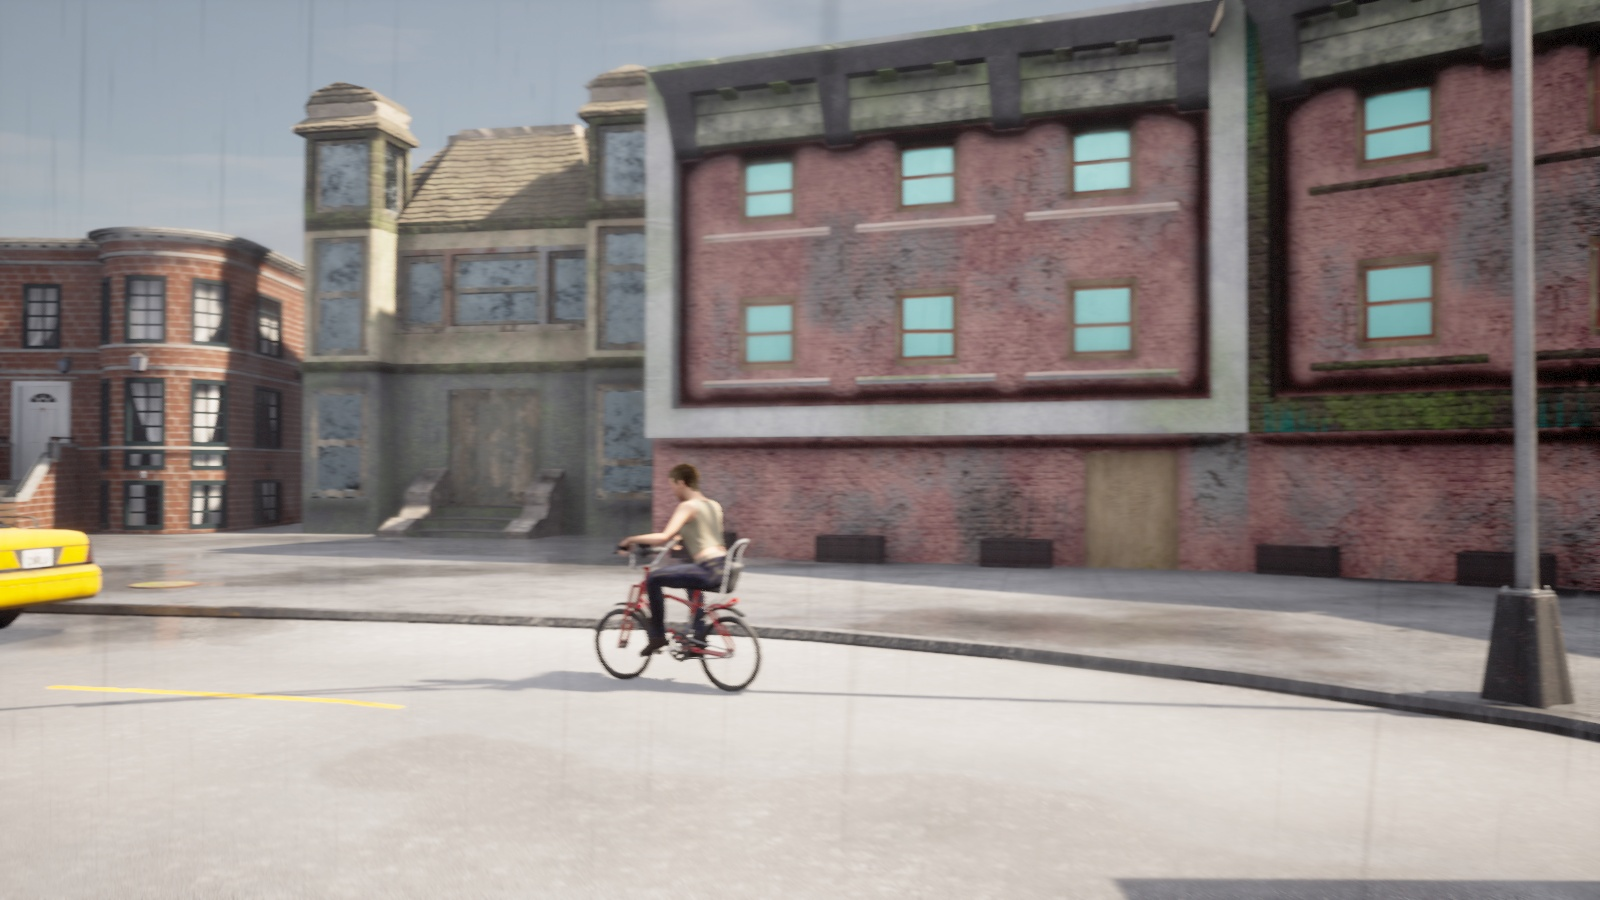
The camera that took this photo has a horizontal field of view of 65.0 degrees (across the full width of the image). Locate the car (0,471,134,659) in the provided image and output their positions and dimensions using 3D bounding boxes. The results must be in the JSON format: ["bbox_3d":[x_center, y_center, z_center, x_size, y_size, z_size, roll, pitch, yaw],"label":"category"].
[{"bbox_3d":[-9.239,1.006,11.735,5.366,1.575,1.801,-1,-1,11],"label":"car"}]

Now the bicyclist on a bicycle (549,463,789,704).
[{"bbox_3d":[-0.956,0.908,9.156,1.509,1.612,0.866,-1,-1,31],"label":"bicyclist on a bicycle"}]
